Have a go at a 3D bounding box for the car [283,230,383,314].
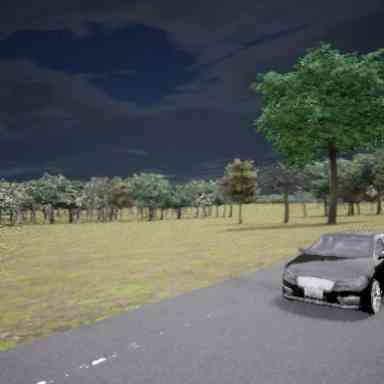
[{"bbox_3d":[4.002,1.765,8.399,2.128,1.511,4.902,-3,-3,41],"label":"car"}]
